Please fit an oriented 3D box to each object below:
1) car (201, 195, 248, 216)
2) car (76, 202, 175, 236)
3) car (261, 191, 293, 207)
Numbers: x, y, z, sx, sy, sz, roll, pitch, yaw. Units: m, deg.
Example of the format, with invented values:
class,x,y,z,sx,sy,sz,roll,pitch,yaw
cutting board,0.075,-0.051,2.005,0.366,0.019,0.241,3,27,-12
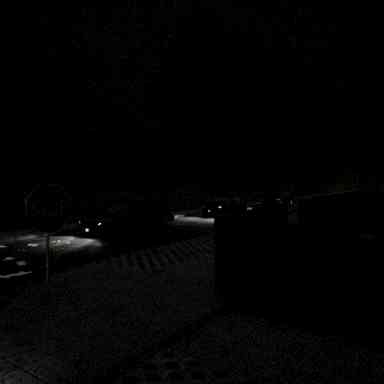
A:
class,x,y,z,sx,sy,sz,roll,pitch,yaw
car,2.535,0.962,24.802,1.812,1.442,4.674,0,2,36
car,-3.106,1.232,16.870,2.033,1.411,5.357,0,1,36
car,8.525,0.670,33.208,1.837,1.490,4.892,0,2,36
